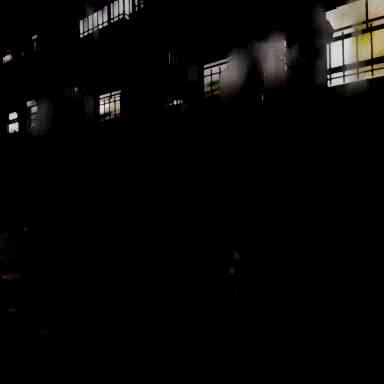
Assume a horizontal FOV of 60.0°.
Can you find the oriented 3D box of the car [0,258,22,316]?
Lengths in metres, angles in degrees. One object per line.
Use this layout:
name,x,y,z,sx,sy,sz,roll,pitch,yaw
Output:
car,-5.004,1.551,6.301,4.507,1.381,1.887,0,-1,35
